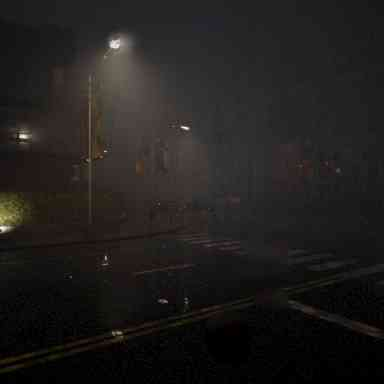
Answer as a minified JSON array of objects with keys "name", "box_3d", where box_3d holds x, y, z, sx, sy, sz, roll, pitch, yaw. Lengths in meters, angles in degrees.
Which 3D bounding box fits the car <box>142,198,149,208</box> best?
[{"name":"car","box_3d":[-5.130,1.492,45.096,2.128,1.511,4.902,0,0,-34]}]

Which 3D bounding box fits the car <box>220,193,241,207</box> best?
[{"name":"car","box_3d":[5.002,1.221,50.901,2.150,2.045,5.566,0,0,-34]}]

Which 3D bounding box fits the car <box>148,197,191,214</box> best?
[{"name":"car","box_3d":[-2.414,1.526,34.972,1.812,1.442,4.674,0,0,-35]}]

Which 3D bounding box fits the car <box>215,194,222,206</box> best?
[{"name":"car","box_3d":[1.744,1.478,49.483,1.882,1.535,5.008,0,0,-35]}]

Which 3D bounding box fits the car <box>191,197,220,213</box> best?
[{"name":"car","box_3d":[0.670,1.564,36.667,1.994,1.385,4.181,0,0,-35]}]
